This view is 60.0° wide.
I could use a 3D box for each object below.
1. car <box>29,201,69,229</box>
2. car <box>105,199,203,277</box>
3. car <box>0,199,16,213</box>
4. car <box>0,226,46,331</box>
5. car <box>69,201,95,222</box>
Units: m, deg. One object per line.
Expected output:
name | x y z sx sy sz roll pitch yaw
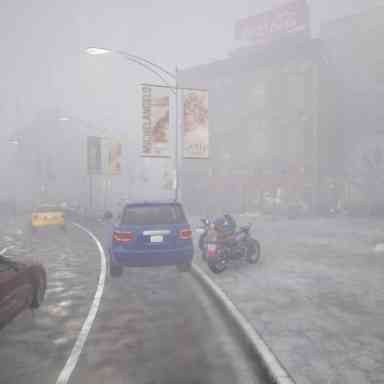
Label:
car | -9.294 1.449 21.170 1.801 1.575 5.366 0 0 -28
car | -1.533 1.219 10.591 2.150 2.045 5.566 0 0 -15
car | -20.260 1.487 35.159 4.892 1.490 1.837 0 0 43
car | -3.655 1.523 4.829 1.812 1.442 4.674 0 0 -7
car | -10.641 1.512 29.304 2.002 1.452 4.674 0 0 -38
